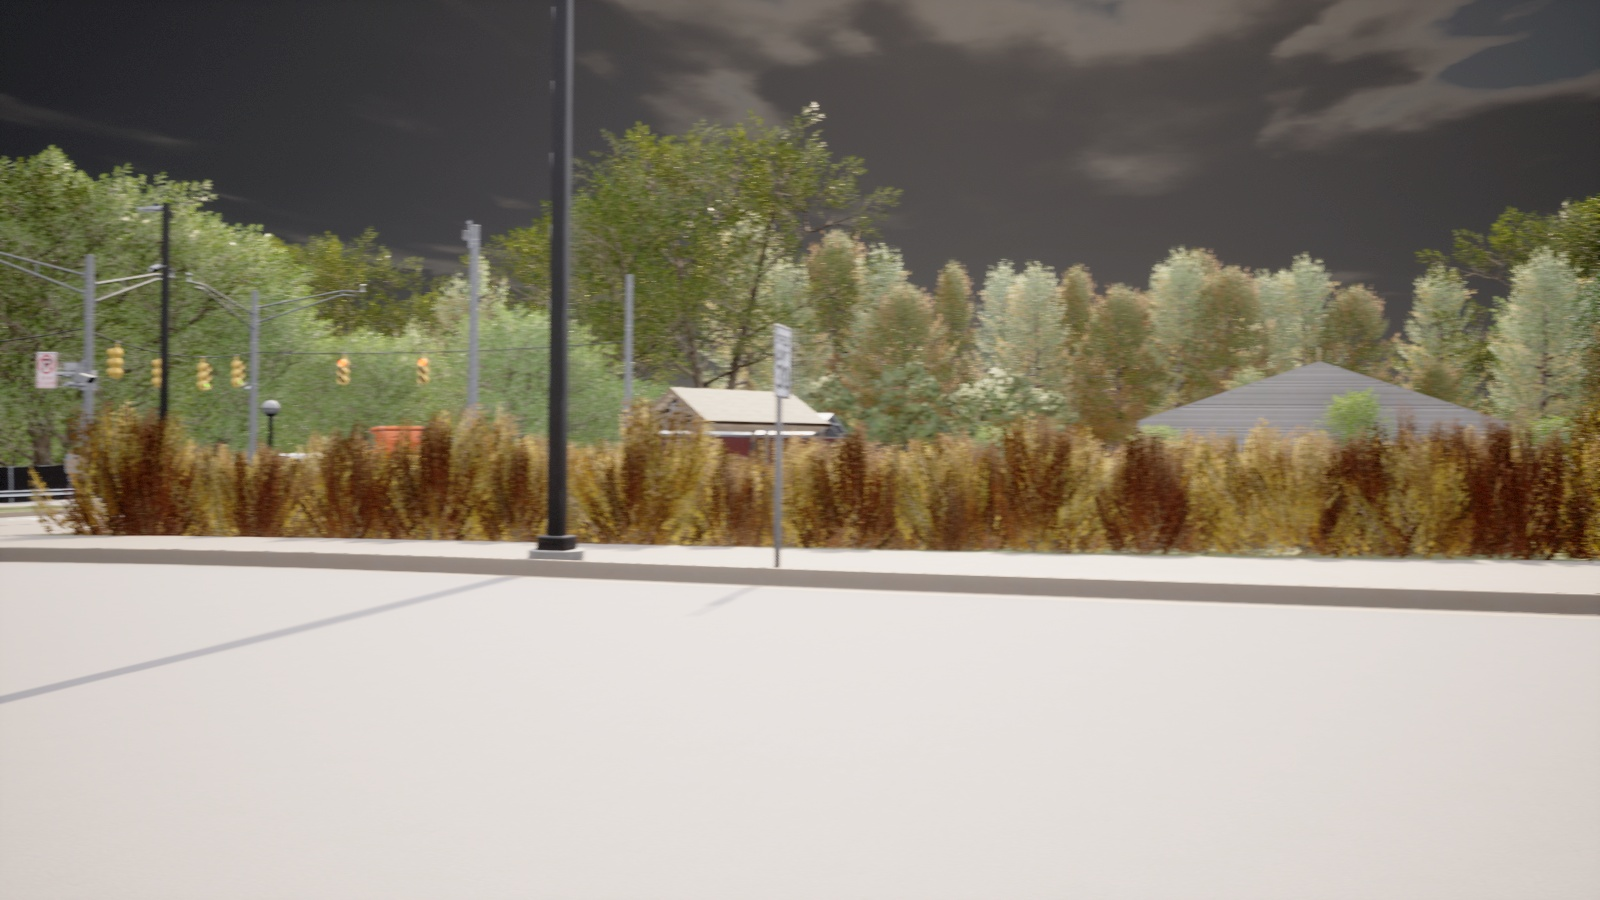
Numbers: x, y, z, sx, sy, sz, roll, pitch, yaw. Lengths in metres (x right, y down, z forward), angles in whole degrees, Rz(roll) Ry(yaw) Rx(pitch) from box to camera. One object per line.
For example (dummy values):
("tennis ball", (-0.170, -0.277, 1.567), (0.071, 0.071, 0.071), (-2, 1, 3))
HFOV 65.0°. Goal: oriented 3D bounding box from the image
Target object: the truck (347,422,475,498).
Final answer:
("truck", (-19.136, 0.473, 61.410), (2.891, 3.462, 7.936), (-1, 0, -42))
